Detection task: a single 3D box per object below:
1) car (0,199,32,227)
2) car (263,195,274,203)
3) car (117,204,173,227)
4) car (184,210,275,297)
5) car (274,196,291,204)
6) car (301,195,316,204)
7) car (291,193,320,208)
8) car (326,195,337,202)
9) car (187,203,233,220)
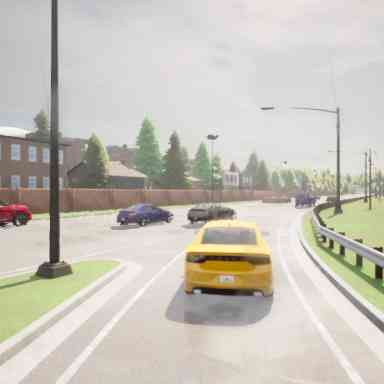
[{"bbox_3d":[-12.739,1.226,20.305,2.150,2.045,5.566,0,0,31],"label":"car"},{"bbox_3d":[16.263,1.366,68.933,2.097,1.767,4.553,0,0,31],"label":"car"},{"bbox_3d":[-3.133,1.529,22.728,1.812,1.442,4.674,0,0,31],"label":"car"},{"bbox_3d":[1.013,1.479,8.709,1.882,1.535,5.008,0,0,8],"label":"car"},{"bbox_3d":[18.153,1.537,65.155,1.812,1.442,4.674,0,0,31],"label":"car"},{"bbox_3d":[23.699,1.490,67.688,1.882,1.535,5.008,0,0,31],"label":"car"},{"bbox_3d":[16.966,1.231,49.527,2.150,2.045,5.566,0,0,31],"label":"car"},{"bbox_3d":[30.509,1.513,72.373,1.837,1.490,4.892,0,0,31],"label":"car"},{"bbox_3d":[1.488,1.496,23.640,2.128,1.511,4.902,0,0,31],"label":"car"}]
